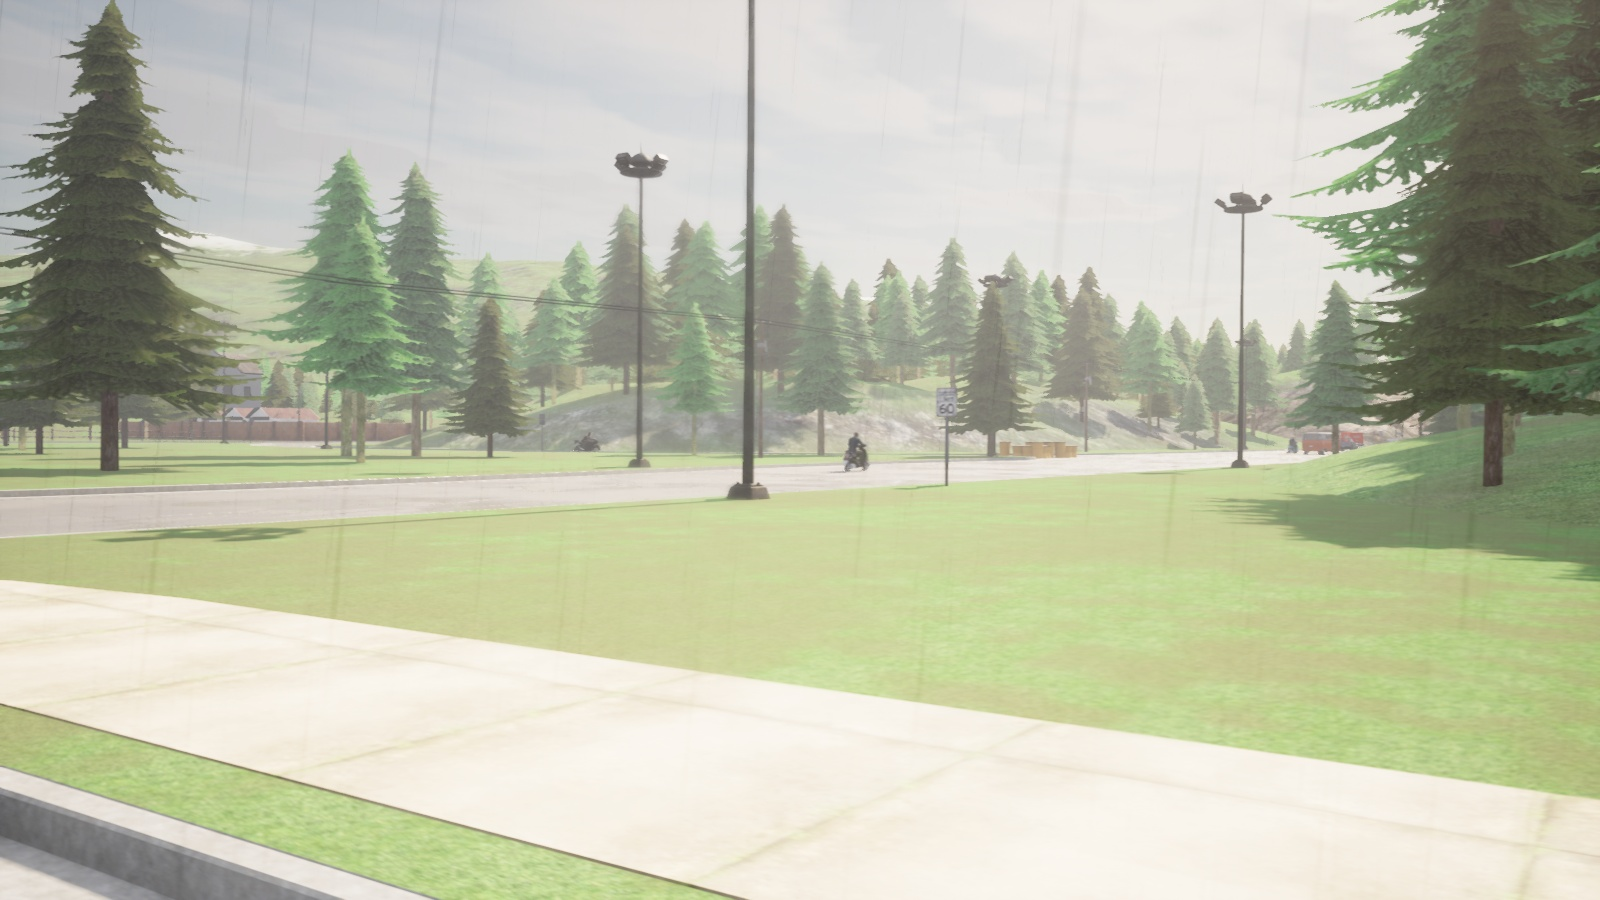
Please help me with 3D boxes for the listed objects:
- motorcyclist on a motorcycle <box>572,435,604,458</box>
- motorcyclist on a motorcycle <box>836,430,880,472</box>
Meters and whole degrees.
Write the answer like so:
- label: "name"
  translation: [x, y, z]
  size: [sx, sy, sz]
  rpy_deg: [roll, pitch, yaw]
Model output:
- label: "motorcyclist on a motorcycle"
  translation: [-14.594, -0.233, 86.496]
  size: [2.044, 1.523, 0.797]
  rpy_deg: [0, 0, 17]
- label: "motorcyclist on a motorcycle"
  translation: [2.286, 0.032, 49.441]
  size: [0.866, 1.590, 1.817]
  rpy_deg: [0, 1, 35]
